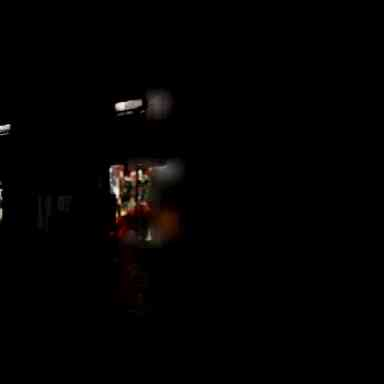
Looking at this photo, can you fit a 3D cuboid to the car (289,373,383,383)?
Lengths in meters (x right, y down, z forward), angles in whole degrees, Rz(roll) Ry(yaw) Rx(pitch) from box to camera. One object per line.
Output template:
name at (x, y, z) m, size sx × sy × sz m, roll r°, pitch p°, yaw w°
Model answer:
car at (2.207, 1.561, 1.095) m, size 4.403 × 1.369 × 2.008 m, roll 1°, pitch 1°, yaw 35°
